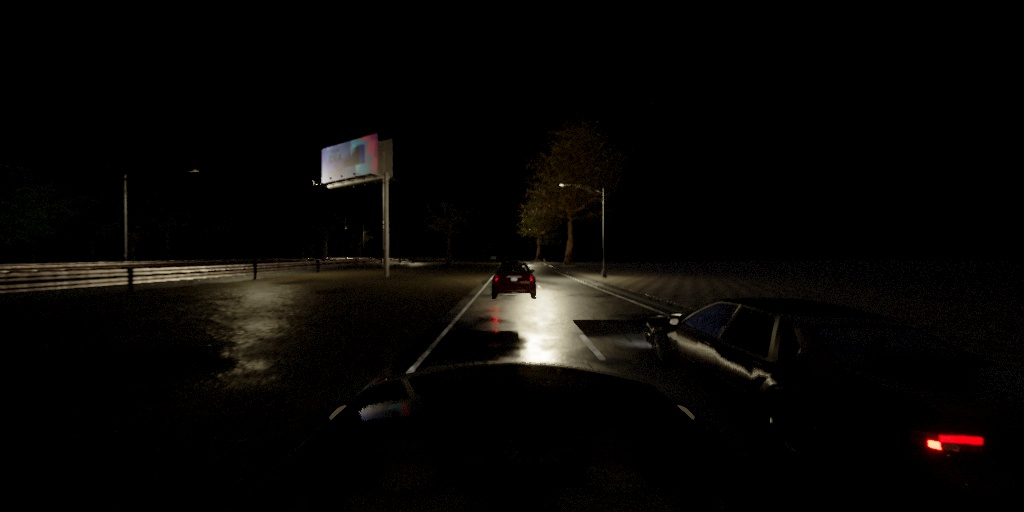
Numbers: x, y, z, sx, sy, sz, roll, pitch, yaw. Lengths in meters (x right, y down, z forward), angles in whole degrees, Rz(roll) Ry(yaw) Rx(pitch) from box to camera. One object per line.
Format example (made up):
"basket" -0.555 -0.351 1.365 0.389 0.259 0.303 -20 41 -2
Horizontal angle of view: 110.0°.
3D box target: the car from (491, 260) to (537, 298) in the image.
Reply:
"car" 0.096 1.079 18.307 2.097 1.767 4.553 0 0 0

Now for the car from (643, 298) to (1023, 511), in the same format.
"car" 3.599 1.294 4.880 2.033 1.411 5.357 0 0 0
